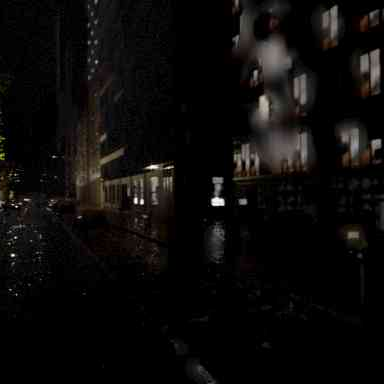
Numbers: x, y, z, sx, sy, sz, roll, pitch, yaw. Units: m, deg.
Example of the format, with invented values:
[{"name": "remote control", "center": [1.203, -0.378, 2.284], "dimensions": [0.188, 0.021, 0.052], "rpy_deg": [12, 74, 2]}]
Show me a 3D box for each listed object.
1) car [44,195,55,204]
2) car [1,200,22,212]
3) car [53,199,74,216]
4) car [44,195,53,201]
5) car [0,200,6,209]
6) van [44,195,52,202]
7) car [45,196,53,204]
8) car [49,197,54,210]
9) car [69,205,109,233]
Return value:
[{"name": "car", "center": [-32.854, 1.707, 76.677], "dimensions": [2.192, 1.841, 5.009], "rpy_deg": [0, 0, -25]}, {"name": "car", "center": [-23.684, 1.802, 43.976], "dimensions": [1.837, 1.490, 4.892], "rpy_deg": [0, 0, -25]}, {"name": "car", "center": [-13.416, 1.741, 35.592], "dimensions": [1.887, 1.381, 4.507], "rpy_deg": [0, 0, -25]}, {"name": "car", "center": [-30.423, 1.954, 71.539], "dimensions": [1.802, 1.307, 4.206], "rpy_deg": [0, 0, -25]}, {"name": "car", "center": [-30.722, 1.916, 52.575], "dimensions": [2.008, 1.369, 4.403], "rpy_deg": [0, 0, -25]}, {"name": "van", "center": [-37.713, 1.770, 86.947], "dimensions": [1.690, 1.788, 3.998], "rpy_deg": [0, 0, -25]}, {"name": "car", "center": [-23.136, 1.852, 56.135], "dimensions": [2.008, 1.369, 4.403], "rpy_deg": [0, 0, -25]}, {"name": "car", "center": [-18.275, 1.816, 45.863], "dimensions": [1.947, 1.339, 4.313], "rpy_deg": [0, 0, -25]}, {"name": "car", "center": [-6.128, 1.686, 20.185], "dimensions": [1.802, 1.307, 4.206], "rpy_deg": [0, 0, -25]}]
